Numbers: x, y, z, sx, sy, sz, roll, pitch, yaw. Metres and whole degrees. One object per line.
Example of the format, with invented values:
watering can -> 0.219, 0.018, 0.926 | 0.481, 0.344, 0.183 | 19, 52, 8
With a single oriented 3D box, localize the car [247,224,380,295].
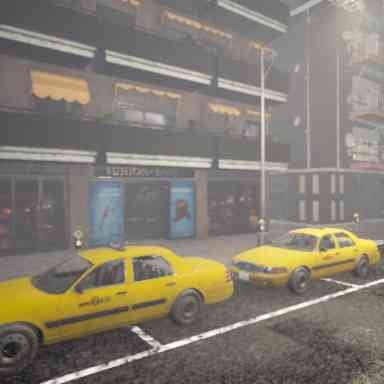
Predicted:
car -> 3.119, 1.563, 8.800 | 4.829, 1.417, 1.752 | 0, -1, -35

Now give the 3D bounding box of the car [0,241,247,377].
car -> -1.491, 1.535, 5.510 | 4.829, 1.417, 1.752 | 0, -1, -35
